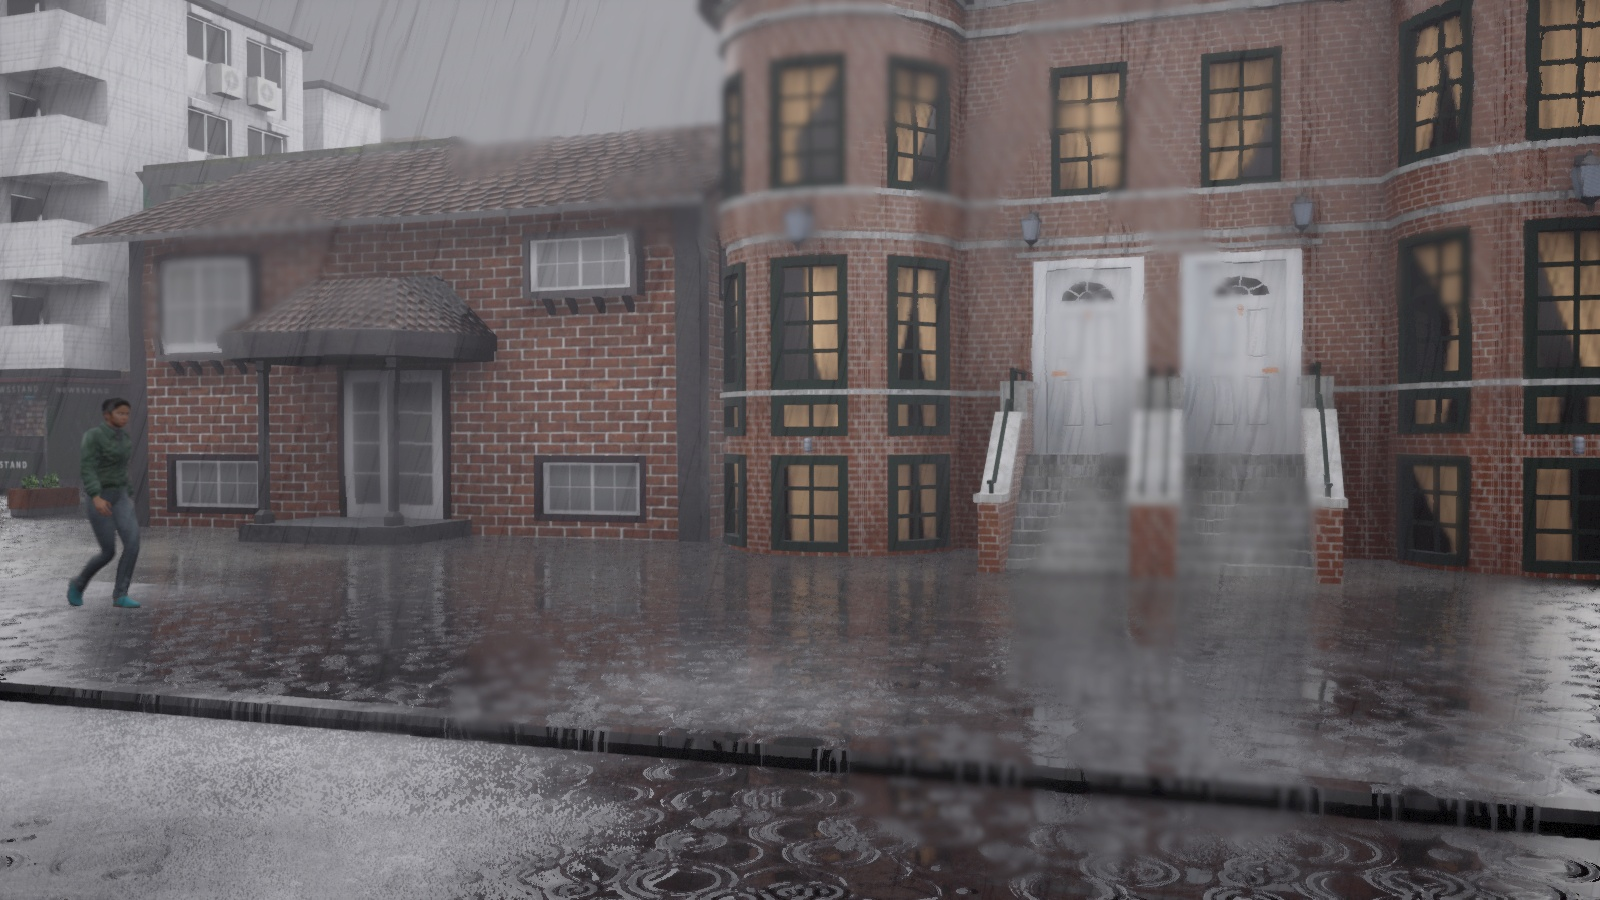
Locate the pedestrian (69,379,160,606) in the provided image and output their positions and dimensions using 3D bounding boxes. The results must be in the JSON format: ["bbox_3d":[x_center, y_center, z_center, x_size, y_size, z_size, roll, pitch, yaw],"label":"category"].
[{"bbox_3d":[-5.718,0.344,10.478,0.614,1.847,0.353,1,1,22],"label":"pedestrian"}]
